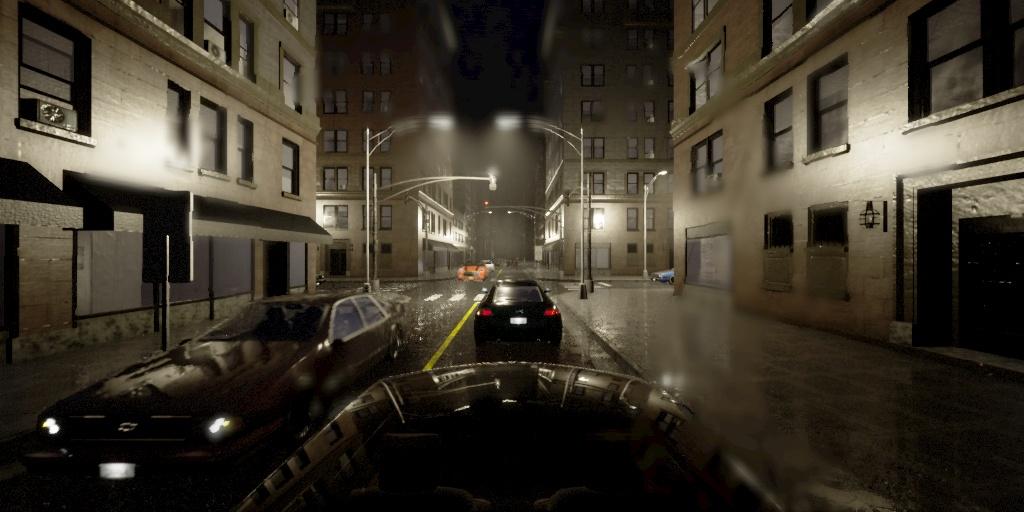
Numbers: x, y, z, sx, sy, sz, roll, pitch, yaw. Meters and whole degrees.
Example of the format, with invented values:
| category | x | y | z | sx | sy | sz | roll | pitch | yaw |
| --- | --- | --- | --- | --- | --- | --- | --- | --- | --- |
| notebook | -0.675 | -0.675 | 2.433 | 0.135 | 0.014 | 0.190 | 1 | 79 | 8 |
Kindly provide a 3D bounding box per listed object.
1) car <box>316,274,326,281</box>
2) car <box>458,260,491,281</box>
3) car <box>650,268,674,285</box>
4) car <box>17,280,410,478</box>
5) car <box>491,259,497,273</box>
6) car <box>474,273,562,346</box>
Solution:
| category | x | y | z | sx | sy | sz | roll | pitch | yaw |
| --- | --- | --- | --- | --- | --- | --- | --- | --- | --- |
| car | -14.028 | 1.387 | 21.829 | 4.718 | 1.301 | 1.895 | 0 | 0 | 0 |
| car | -3.102 | 1.100 | 29.307 | 2.097 | 1.767 | 4.553 | 0 | 0 | 0 |
| car | 12.613 | 1.260 | 25.119 | 5.357 | 1.411 | 2.033 | 0 | 0 | 0 |
| car | -3.100 | 1.297 | 5.478 | 2.033 | 1.411 | 5.357 | 0 | 0 | 0 |
| car | -3.100 | 1.273 | 43.200 | 1.812 | 1.442 | 4.674 | 0 | 0 | 0 |
| car | 0.113 | 1.314 | 9.458 | 1.994 | 1.385 | 4.181 | 0 | 0 | -1 |
